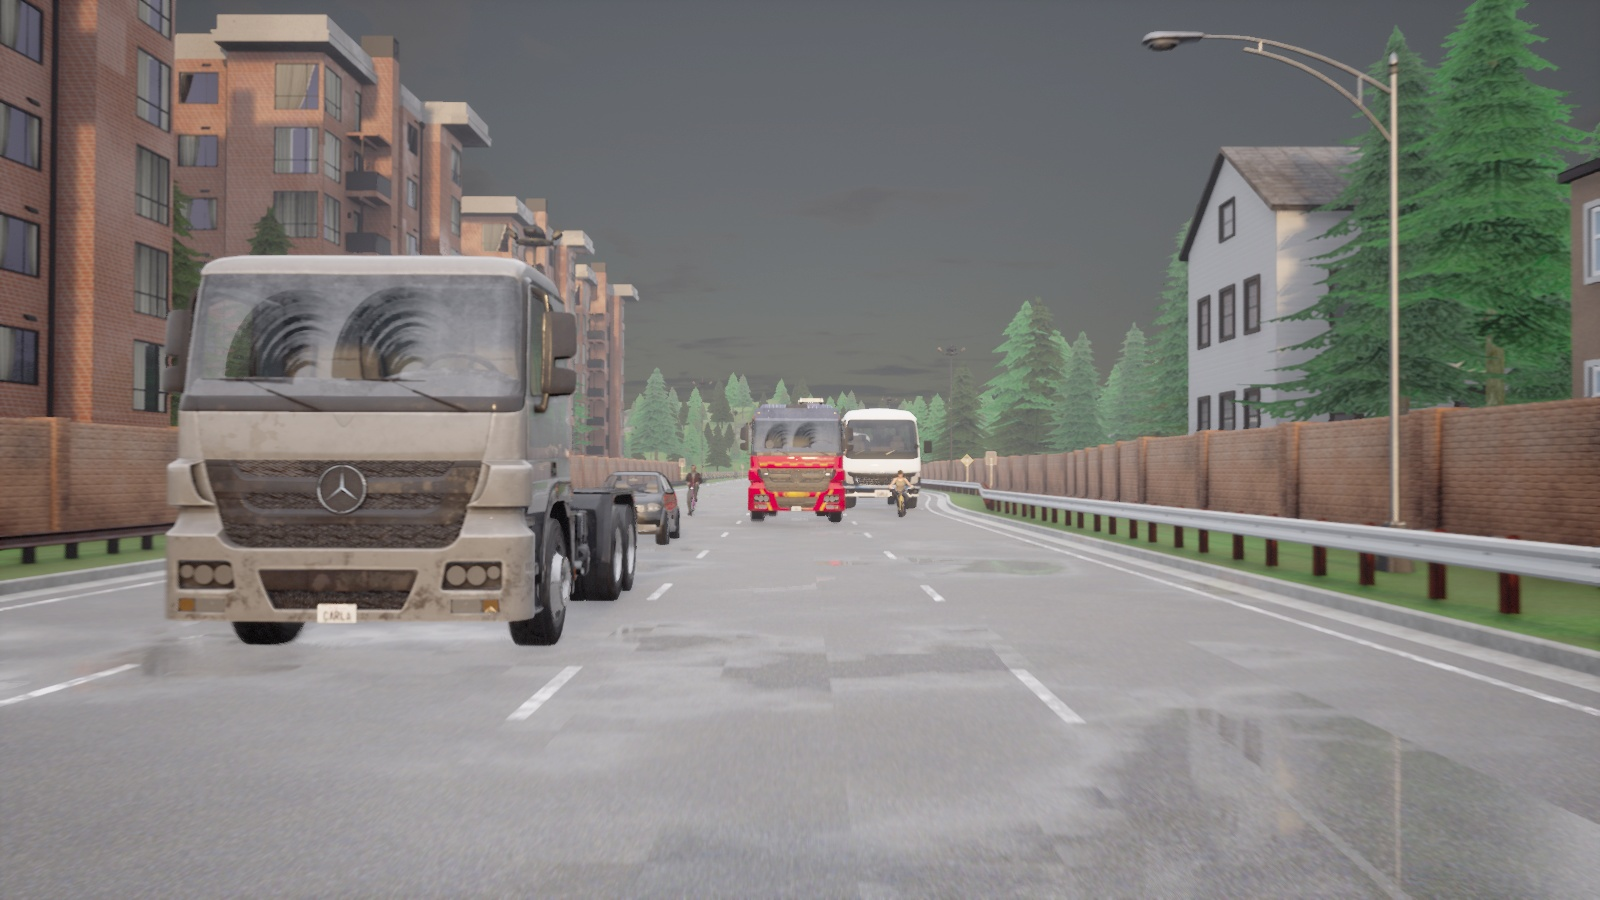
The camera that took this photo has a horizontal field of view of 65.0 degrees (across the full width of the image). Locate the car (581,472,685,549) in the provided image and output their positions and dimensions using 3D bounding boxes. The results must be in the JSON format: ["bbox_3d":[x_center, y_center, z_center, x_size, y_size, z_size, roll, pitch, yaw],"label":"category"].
[{"bbox_3d":[-3.567,1.267,27.438,1.789,1.549,3.705,0,-1,0],"label":"car"}]

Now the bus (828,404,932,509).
[{"bbox_3d":[3.358,0.362,56.043,3.944,4.253,10.273,0,-1,0],"label":"bus"}]

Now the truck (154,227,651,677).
[{"bbox_3d":[-3.537,0.075,13.660,2.891,3.462,7.936,0,-1,0],"label":"truck"}]

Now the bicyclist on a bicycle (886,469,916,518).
[{"bbox_3d":[3.397,1.446,42.367,0.866,1.612,1.509,0,-1,0],"label":"bicyclist on a bicycle"}]

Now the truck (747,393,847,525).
[{"bbox_3d":[-0.104,0.330,40.673,2.891,3.827,8.468,0,-1,0],"label":"truck"}]
